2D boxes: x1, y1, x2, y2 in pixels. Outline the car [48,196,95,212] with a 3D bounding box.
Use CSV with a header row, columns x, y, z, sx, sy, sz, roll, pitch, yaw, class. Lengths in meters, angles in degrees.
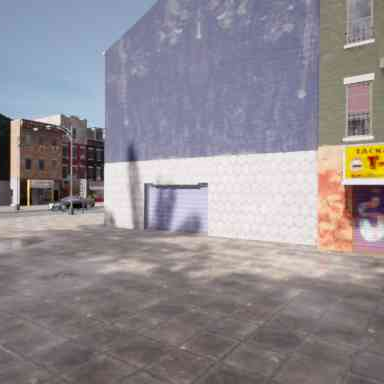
x,y,z,sx,sy,sz,roll,pitch,yaw,class
-12.369,1.182,34.426,2.128,1.511,4.902,1,1,36,car
